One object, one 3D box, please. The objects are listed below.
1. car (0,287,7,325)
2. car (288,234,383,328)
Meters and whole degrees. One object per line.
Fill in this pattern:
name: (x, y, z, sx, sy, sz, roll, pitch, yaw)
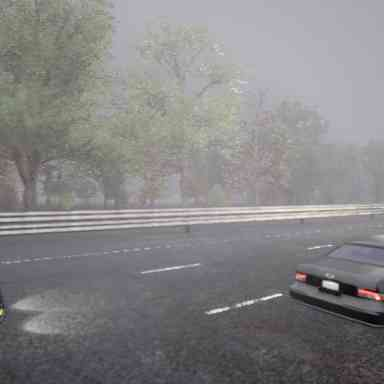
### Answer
car: (-4.981, 1.530, 4.636, 4.181, 1.385, 1.994, 1, 0, -35)
car: (4.324, 1.606, 6.923, 5.357, 1.411, 2.033, 1, 0, -35)
